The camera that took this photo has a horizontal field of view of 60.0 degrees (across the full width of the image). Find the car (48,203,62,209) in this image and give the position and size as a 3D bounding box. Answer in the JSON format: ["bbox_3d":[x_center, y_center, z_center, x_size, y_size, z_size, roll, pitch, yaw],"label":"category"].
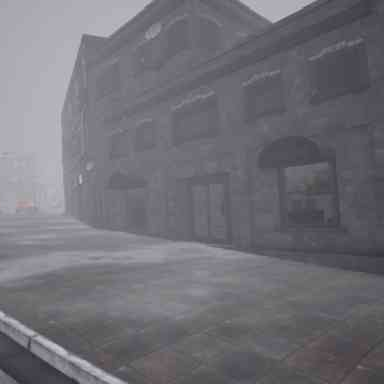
[{"bbox_3d":[-30.096,3.061,73.048,1.812,1.442,4.674,-3,-1,-4],"label":"car"}]

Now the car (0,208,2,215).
[{"bbox_3d":[-23.902,2.050,38.547,1.837,1.490,4.892,-3,0,-6],"label":"car"}]

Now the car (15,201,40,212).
[{"bbox_3d":[-25.093,2.117,50.933,2.097,1.767,4.553,-3,-1,-4],"label":"car"}]
